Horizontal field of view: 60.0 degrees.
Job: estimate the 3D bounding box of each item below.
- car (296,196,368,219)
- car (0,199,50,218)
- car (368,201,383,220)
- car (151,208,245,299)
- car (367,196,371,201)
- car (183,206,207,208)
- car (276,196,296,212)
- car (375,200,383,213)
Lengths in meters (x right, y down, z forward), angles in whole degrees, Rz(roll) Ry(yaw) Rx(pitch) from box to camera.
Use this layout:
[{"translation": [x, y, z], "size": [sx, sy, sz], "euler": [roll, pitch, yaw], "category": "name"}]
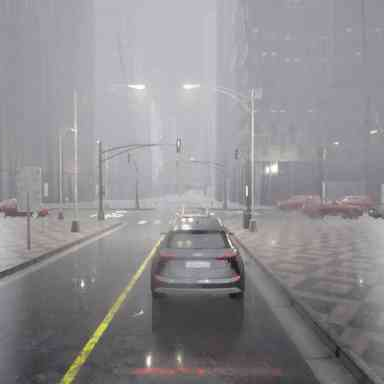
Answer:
[{"translation": [12.208, 1.463, 29.235], "size": [5.009, 1.841, 2.192], "euler": [0, 1, 0], "category": "car"}, {"translation": [-14.834, 1.567, 29.236], "size": [4.507, 1.381, 1.887], "euler": [0, 1, 0], "category": "car"}, {"translation": [17.850, 1.742, 29.239], "size": [4.313, 1.339, 1.947], "euler": [0, 1, 0], "category": "car"}, {"translation": [0.133, 1.428, 8.475], "size": [2.033, 1.649, 4.856], "euler": [0, 0, 1], "category": "car"}, {"translation": [17.861, 1.354, 37.760], "size": [5.009, 1.841, 2.192], "euler": [0, 1, 0], "category": "car"}, {"translation": [0.147, 1.507, 17.562], "size": [1.837, 1.490, 4.892], "euler": [0, 0, 0], "category": "car"}, {"translation": [12.218, 1.325, 37.759], "size": [5.009, 1.841, 2.192], "euler": [0, 1, 0], "category": "car"}, {"translation": [23.502, 1.634, 37.762], "size": [4.313, 1.339, 1.947], "euler": [0, 1, 0], "category": "car"}]
